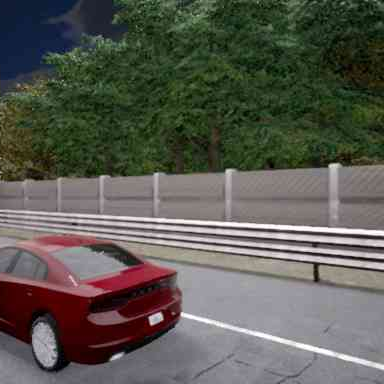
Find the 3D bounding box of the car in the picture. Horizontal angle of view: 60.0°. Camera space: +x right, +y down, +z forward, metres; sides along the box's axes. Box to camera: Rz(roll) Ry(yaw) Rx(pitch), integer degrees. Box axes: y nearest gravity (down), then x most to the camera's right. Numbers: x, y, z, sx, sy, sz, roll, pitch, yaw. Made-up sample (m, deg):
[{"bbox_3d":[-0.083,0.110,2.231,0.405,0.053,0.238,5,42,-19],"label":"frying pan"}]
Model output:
[{"bbox_3d":[-2.475,1.507,5.768,5.008,1.535,1.882,0,0,36],"label":"car"}]
